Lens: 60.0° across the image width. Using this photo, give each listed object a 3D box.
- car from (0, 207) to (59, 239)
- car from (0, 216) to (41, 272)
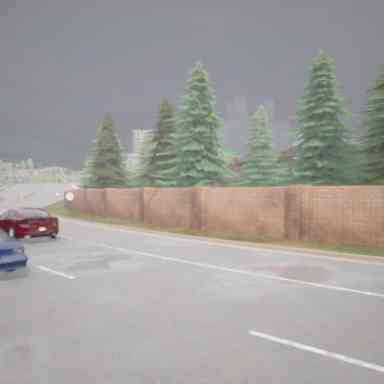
[{"bbox_3d":[-8.298,1.480,16.399,1.882,1.535,5.008,0,0,-44],"label":"car"},{"bbox_3d":[-6.672,1.543,9.788,5.357,1.411,2.033,0,0,43],"label":"car"}]
